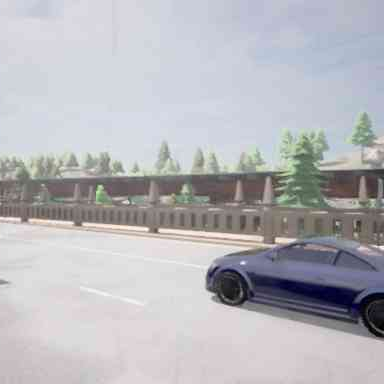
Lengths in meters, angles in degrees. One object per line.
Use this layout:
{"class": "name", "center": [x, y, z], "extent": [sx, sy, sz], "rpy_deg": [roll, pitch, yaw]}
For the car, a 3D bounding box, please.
{"class": "car", "center": [2.335, 1.571, 6.620], "extent": [4.181, 1.385, 1.994], "rpy_deg": [0, 0, 36]}
